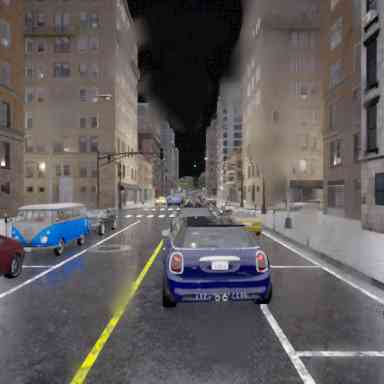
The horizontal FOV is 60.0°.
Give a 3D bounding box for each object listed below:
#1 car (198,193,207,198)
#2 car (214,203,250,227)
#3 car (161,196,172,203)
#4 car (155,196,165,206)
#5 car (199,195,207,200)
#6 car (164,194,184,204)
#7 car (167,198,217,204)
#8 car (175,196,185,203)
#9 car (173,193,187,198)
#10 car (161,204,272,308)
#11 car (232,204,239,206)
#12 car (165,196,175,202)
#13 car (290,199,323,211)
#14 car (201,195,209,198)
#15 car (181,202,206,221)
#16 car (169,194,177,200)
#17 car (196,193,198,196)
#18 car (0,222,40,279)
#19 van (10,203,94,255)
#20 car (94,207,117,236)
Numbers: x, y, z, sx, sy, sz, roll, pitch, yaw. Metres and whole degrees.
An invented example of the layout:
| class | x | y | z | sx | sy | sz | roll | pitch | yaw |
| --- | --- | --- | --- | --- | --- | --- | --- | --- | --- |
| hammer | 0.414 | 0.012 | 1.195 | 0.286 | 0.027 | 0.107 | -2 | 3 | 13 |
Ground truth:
| class | x | y | z | sx | sy | sz | roll | pitch | yaw |
| --- | --- | --- | --- | --- | --- | --- | --- | --- | --- |
| car | 2.877 | 1.439 | 73.270 | 1.967 | 1.590 | 4.097 | 0 | 0 | 0 |
| car | 2.716 | 1.552 | 23.668 | 2.008 | 1.369 | 4.403 | 0 | 0 | 0 |
| car | -5.166 | 1.566 | 67.613 | 1.947 | 1.339 | 4.313 | 0 | 0 | 0 |
| car | -5.204 | 1.527 | 56.080 | 1.752 | 1.417 | 4.829 | 0 | 0 | 0 |
| car | 2.934 | 1.561 | 90.316 | 1.947 | 1.339 | 4.313 | 0 | 0 | 0 |
| car | -2.677 | 1.480 | 50.425 | 1.882 | 1.535 | 5.008 | 0 | 0 | 0 |
| car | 0.131 | 1.352 | 15.897 | 2.097 | 1.767 | 4.553 | 0 | 0 | 0 |
| car | -2.519 | 1.524 | 70.519 | 1.812 | 1.442 | 4.674 | 0 | 0 | 0 |
| car | -2.623 | 1.223 | 60.413 | 2.150 | 2.045 | 5.566 | 0 | 0 | 1 |
| car | 0.327 | 1.352 | 8.141 | 2.097 | 1.767 | 4.553 | 0 | 0 | -5 |
| car | 2.704 | 1.526 | 18.432 | 1.752 | 1.417 | 4.829 | 0 | 0 | 0 |
| car | -5.129 | 1.548 | 78.975 | 2.008 | 1.369 | 4.403 | 0 | 0 | 0 |
| car | 13.717 | 1.518 | 38.270 | 4.718 | 1.301 | 1.895 | 0 | 0 | 0 |
| car | 2.802 | 1.553 | 50.544 | 2.008 | 1.369 | 4.403 | 0 | 0 | 0 |
| car | 0.136 | 1.565 | 28.327 | 1.994 | 1.385 | 4.181 | 0 | 0 | 1 |
| car | -5.091 | 1.435 | 90.337 | 1.967 | 1.590 | 4.097 | 0 | 0 | 0 |
| car | 2.915 | 1.311 | 84.634 | 2.192 | 1.841 | 5.009 | 0 | 0 | 0 |
| car | -5.369 | 1.582 | 7.475 | 1.802 | 1.307 | 4.206 | 0 | 0 | 0 |
| van | -5.350 | 1.341 | 12.881 | 1.690 | 1.788 | 3.998 | 0 | 0 | 0 |
| car | -5.331 | 1.551 | 18.287 | 2.008 | 1.369 | 4.403 | 0 | 0 | 0 |
